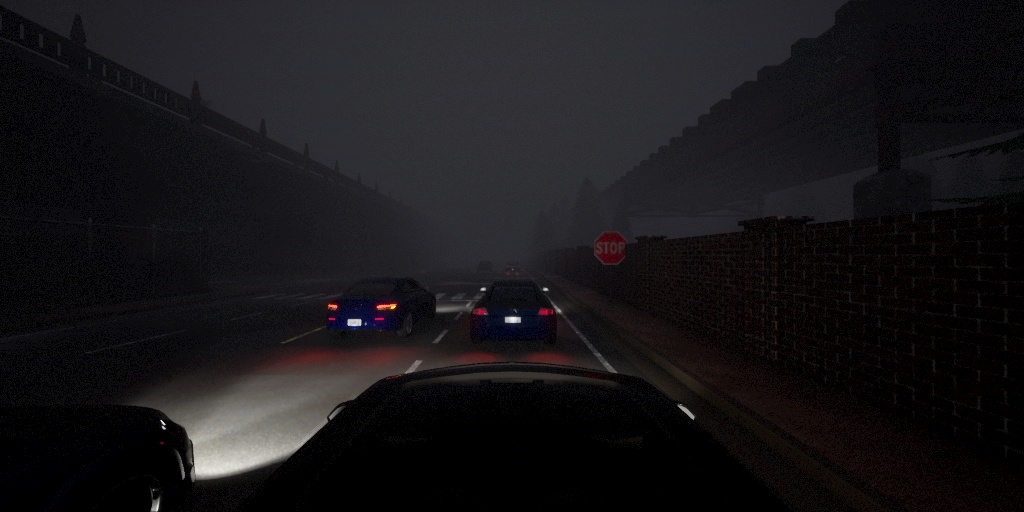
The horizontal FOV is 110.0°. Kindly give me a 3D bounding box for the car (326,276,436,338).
[{"bbox_3d":[-3.421,1.276,10.070,1.812,1.442,4.674,0,0,0],"label":"car"}]

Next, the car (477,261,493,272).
[{"bbox_3d":[-3.434,1.297,46.030,2.033,1.411,5.357,0,0,-1],"label":"car"}]

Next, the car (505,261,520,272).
[{"bbox_3d":[0.060,1.351,46.256,1.895,1.301,4.718,0,0,-1],"label":"car"}]

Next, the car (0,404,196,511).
[{"bbox_3d":[-3.399,1.314,0.974,1.994,1.385,4.181,0,0,0],"label":"car"}]

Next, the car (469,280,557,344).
[{"bbox_3d":[0.061,1.314,9.551,1.994,1.385,4.181,0,0,1],"label":"car"}]
